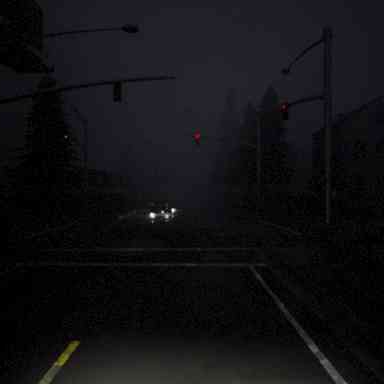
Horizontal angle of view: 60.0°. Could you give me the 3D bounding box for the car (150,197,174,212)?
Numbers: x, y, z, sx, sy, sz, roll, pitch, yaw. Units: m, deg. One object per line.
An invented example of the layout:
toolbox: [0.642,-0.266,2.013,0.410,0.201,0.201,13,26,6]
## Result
car: [-3.515,1.376,38.213,2.097,1.767,4.553,0,0,0]

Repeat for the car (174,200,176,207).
car: [-3.480,1.633,49.687,1.895,1.301,4.718,0,0,0]
